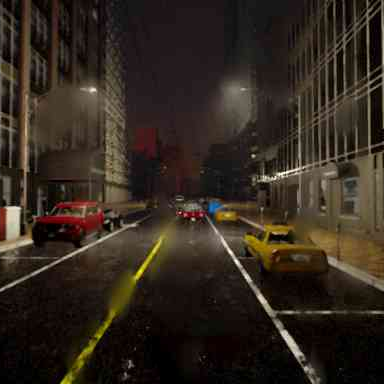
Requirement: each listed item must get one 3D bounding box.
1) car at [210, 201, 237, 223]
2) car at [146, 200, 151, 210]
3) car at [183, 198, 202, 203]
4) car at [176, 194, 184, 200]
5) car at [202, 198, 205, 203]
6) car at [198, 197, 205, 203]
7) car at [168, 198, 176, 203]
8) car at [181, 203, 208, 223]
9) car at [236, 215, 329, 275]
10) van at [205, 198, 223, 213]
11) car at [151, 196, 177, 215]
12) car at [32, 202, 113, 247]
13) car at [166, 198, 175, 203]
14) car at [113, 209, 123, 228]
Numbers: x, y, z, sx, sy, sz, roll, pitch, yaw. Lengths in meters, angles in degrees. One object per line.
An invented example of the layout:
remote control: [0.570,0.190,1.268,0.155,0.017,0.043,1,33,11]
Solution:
car: [2.708,1.745,27.288,1.752,1.417,4.829,1,0,0]
car: [-5.635,1.837,49.302,1.967,1.590,4.097,1,0,0]
car: [0.106,1.884,44.571,1.812,1.442,4.674,0,-1,0]
car: [-2.990,1.481,79.233,2.150,2.045,5.566,0,0,0]
car: [2.712,2.116,66.158,1.802,1.307,4.206,1,0,0]
car: [2.716,2.280,93.100,1.752,1.417,4.829,1,0,0]
car: [-5.665,2.297,92.881,1.887,1.381,4.507,1,0,0]
car: [0.104,1.823,27.626,1.895,1.301,4.718,0,0,0]
car: [2.706,1.611,10.557,1.752,1.417,4.829,1,0,0]
van: [2.713,1.649,38.274,1.690,1.788,3.998,1,0,0]
car: [-3.087,1.654,37.759,2.097,1.767,4.553,0,0,0]
car: [-5.637,1.443,15.852,2.192,1.841,5.009,1,0,0]
car: [-5.666,2.274,87.436,1.947,1.339,4.313,1,0,0]
car: [-5.641,1.738,21.425,1.947,1.339,4.313,1,0,0]
